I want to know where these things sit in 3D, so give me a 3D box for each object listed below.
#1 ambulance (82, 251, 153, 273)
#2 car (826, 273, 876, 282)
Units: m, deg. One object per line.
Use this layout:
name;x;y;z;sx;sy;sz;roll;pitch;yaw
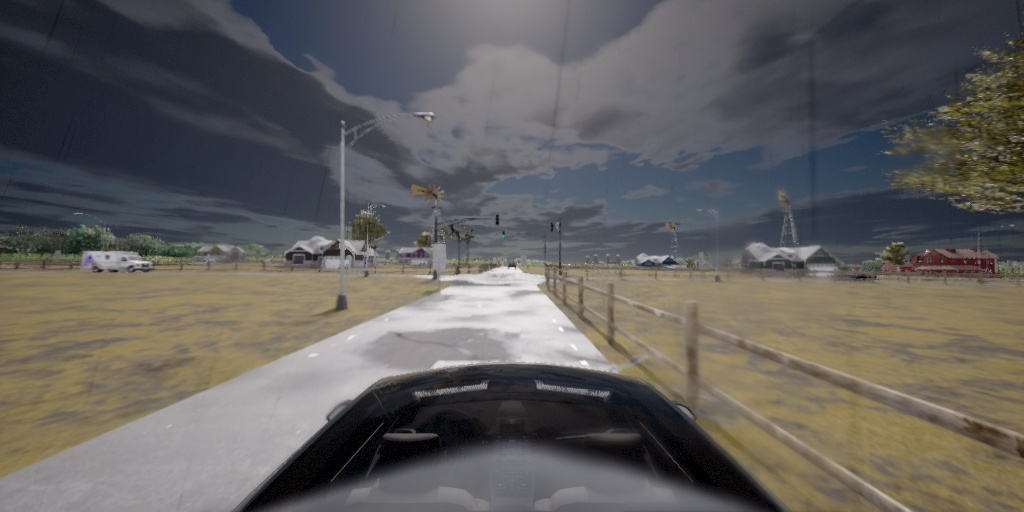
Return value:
ambulance;-45.115;0.710;41.150;6.366;2.431;2.351;0;-2;0
car;41.937;2.575;44.432;4.718;1.301;1.895;1;-2;1
